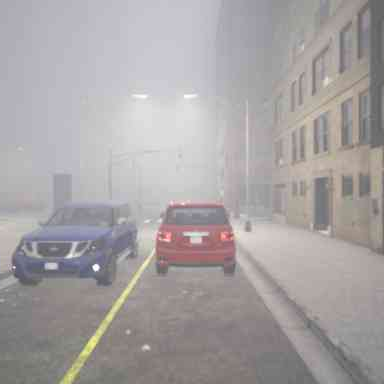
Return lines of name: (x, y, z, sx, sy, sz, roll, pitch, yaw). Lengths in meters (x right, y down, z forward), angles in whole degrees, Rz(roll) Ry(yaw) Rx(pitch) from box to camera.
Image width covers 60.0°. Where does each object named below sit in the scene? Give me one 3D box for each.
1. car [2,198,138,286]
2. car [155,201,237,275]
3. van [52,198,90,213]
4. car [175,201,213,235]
car: (-3.019, 1.284, 9.961, 2.150, 2.045, 5.566, 0, -1, 1)
car: (0.104, 1.285, 10.757, 2.150, 2.045, 5.566, 0, -1, 0)
van: (-14.705, 1.632, 40.636, 3.998, 1.788, 1.690, 0, 0, -1)
car: (0.109, 1.477, 20.502, 2.097, 1.767, 4.553, 0, 0, 0)
